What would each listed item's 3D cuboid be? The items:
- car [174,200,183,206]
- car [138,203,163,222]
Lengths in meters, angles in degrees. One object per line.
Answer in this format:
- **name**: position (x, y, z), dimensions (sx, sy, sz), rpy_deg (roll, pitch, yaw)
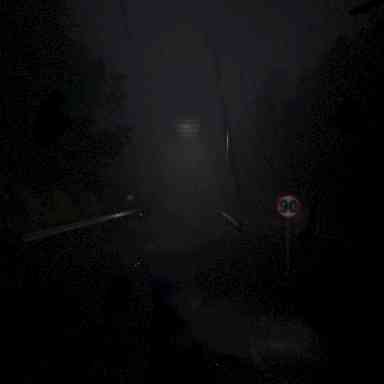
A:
- **car**: position (-2.878, 2.501, 73.951), dimensions (2.033, 1.411, 5.357), rpy_deg (0, -1, 1)
- **car**: position (-3.719, 1.839, 30.485), dimensions (1.837, 1.490, 4.892), rpy_deg (0, 0, 1)
